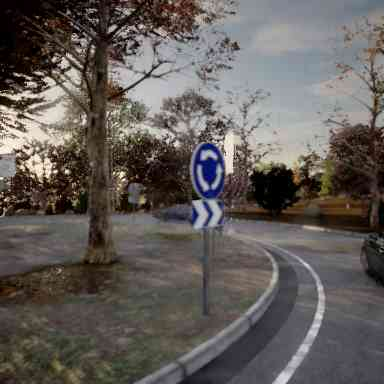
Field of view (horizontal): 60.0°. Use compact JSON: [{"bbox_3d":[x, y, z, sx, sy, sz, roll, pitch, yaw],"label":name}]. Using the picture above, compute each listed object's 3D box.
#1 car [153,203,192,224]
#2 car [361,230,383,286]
[{"bbox_3d":[-0.596,1.591,25.676,5.357,1.411,2.033,1,0,40],"label":"car"},{"bbox_3d":[5.444,1.414,7.794,2.097,1.767,4.553,0,-1,19],"label":"car"}]
